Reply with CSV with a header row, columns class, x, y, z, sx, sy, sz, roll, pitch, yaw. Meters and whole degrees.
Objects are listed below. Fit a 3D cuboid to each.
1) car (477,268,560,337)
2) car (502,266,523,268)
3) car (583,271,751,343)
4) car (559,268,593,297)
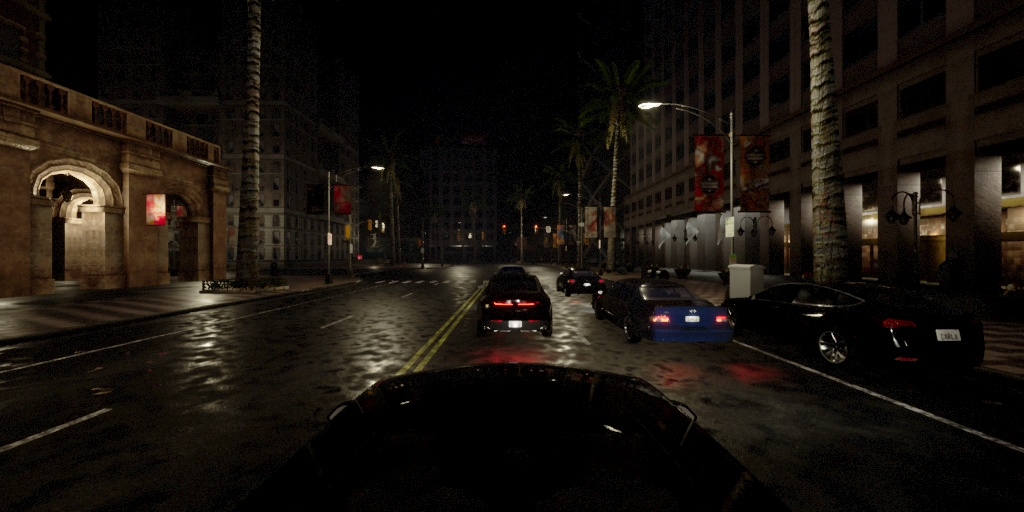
class,x,y,z,sx,sy,sz,roll,pitch,yaw
car,0.053,1.254,10.328,1.837,1.490,4.892,0,0,-1
car,0.016,1.276,19.275,1.812,1.442,4.674,0,0,-2
car,3.563,1.297,9.628,2.033,1.411,5.357,0,0,0
car,3.519,1.314,18.871,1.994,1.385,4.181,0,0,0
